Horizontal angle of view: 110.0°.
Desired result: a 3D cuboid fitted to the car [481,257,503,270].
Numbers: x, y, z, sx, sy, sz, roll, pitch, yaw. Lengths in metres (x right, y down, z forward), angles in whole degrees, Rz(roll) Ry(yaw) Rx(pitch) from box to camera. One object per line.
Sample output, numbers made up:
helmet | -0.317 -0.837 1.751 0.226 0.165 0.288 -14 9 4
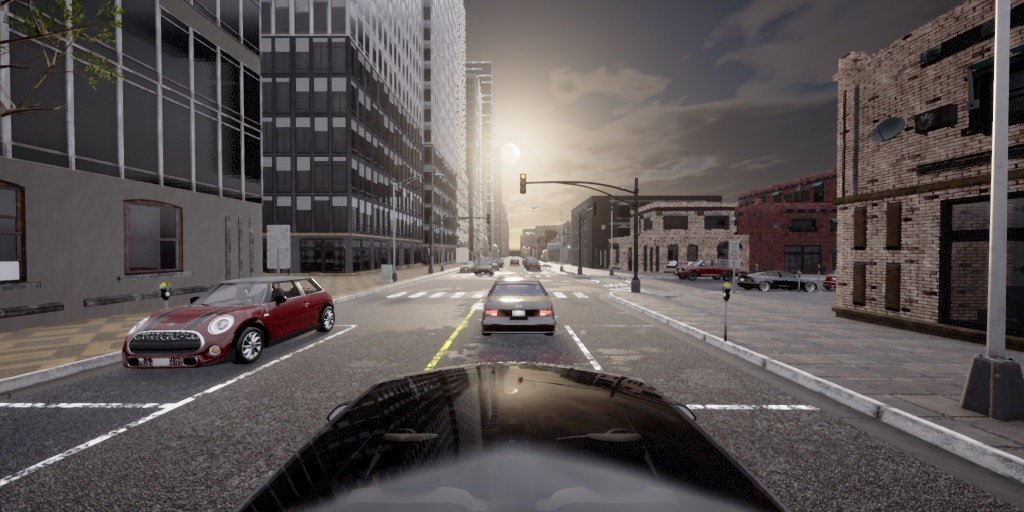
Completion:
car | -2.774 1.286 49.717 2.033 1.411 5.357 0 0 0

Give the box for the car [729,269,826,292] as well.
car | 16.550 1.546 22.512 4.313 1.339 1.948 0 0 1

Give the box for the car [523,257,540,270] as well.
car | 3.023 1.178 51.265 1.967 1.591 4.097 0 0 0

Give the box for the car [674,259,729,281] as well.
car | 16.713 1.164 30.889 5.009 1.841 2.192 0 0 1

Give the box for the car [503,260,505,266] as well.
car | -2.665 1.089 61.690 2.097 1.767 4.553 0 0 1

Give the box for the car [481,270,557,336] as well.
car | 0.157 1.295 10.350 2.033 1.411 5.357 0 0 0

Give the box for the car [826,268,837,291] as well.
car | 22.097 1.473 22.403 4.097 1.591 1.967 0 0 1

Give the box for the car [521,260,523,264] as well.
car | 3.099 1.051 62.553 2.192 1.841 5.009 0 0 0

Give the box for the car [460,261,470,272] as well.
car | -5.534 1.265 45.564 1.751 1.417 4.829 0 0 0

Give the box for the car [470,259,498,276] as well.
car | -2.858 1.288 37.623 2.033 1.411 5.357 0 0 0

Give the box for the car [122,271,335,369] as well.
car | -5.654 1.188 7.786 1.967 1.591 4.097 0 0 0
